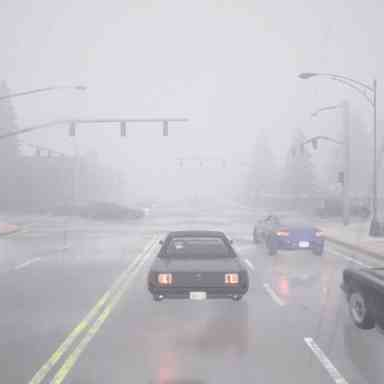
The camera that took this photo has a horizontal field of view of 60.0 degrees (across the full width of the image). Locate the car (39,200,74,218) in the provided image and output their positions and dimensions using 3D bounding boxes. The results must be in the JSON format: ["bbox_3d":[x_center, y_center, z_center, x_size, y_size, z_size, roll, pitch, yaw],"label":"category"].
[{"bbox_3d":[-10.997,1.477,29.910,5.008,1.535,1.882,0,0,-8],"label":"car"}]

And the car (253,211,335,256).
[{"bbox_3d":[3.643,1.526,13.071,1.812,1.442,4.674,0,0,0],"label":"car"}]

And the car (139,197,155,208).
[{"bbox_3d":[-6.872,1.526,47.371,1.812,1.442,4.674,0,0,0],"label":"car"}]

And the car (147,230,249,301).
[{"bbox_3d":[0.103,1.601,8.281,1.895,1.301,4.718,0,0,0],"label":"car"}]

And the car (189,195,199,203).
[{"bbox_3d":[0.431,1.504,69.639,1.837,1.490,4.892,0,0,0],"label":"car"}]

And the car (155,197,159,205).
[{"bbox_3d":[-6.815,1.564,57.395,1.994,1.385,4.181,0,0,0],"label":"car"}]

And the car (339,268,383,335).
[{"bbox_3d":[3.615,1.601,3.968,1.895,1.301,4.718,0,0,0],"label":"car"}]

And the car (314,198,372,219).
[{"bbox_3d":[13.060,1.352,28.880,4.553,1.767,2.097,0,0,1],"label":"car"}]

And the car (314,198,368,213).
[{"bbox_3d":[16.095,1.478,36.046,5.008,1.535,1.882,0,0,0],"label":"car"}]

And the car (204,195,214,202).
[{"bbox_3d":[3.864,1.355,74.956,2.097,1.767,4.553,0,0,0],"label":"car"}]

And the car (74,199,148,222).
[{"bbox_3d":[-6.195,1.506,25.812,4.892,1.490,1.837,0,0,2],"label":"car"}]
